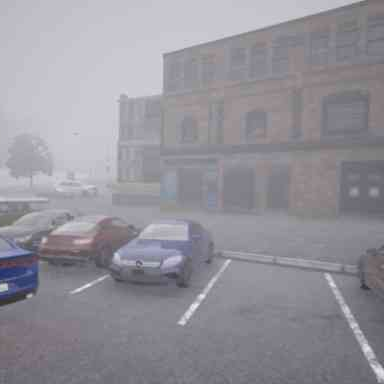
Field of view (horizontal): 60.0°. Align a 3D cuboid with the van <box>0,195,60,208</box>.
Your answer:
[{"bbox_3d":[-8.098,1.232,14.462,1.878,1.987,4.442,1,-1,13],"label":"van"}]

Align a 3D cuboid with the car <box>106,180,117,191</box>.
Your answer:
[{"bbox_3d":[-10.313,-1.016,49.333,4.892,1.521,2.231,1,6,8],"label":"car"}]

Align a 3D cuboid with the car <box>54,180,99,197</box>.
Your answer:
[{"bbox_3d":[-14.514,-0.406,41.333,5.566,2.045,2.435,1,6,8],"label":"car"}]

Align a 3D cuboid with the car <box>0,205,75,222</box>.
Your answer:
[{"bbox_3d":[-5.564,1.464,12.894,2.231,1.521,4.892,1,-1,14],"label":"car"}]

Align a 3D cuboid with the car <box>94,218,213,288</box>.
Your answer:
[{"bbox_3d":[-0.581,1.511,9.475,2.002,1.452,4.674,1,-1,14],"label":"car"}]

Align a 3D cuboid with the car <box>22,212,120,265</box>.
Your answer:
[{"bbox_3d":[-3.076,1.507,11.186,2.002,1.452,4.674,0,-1,14],"label":"car"}]

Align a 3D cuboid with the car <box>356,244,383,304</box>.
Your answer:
[{"bbox_3d":[4.356,1.519,6.001,2.002,1.452,4.674,0,-1,15],"label":"car"}]

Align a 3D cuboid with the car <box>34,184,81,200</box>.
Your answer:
[{"bbox_3d":[-15.944,0.171,38.704,4.674,1.452,2.002,1,6,8],"label":"car"}]

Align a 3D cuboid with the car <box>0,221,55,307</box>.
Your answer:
[{"bbox_3d":[-5.263,1.467,6.994,5.008,1.535,1.882,0,0,34],"label":"car"}]
